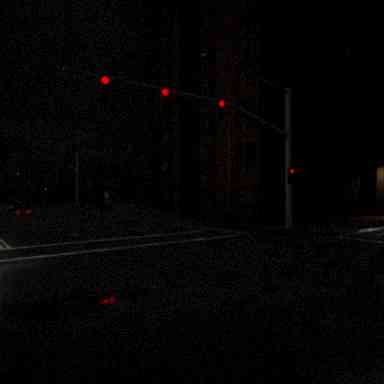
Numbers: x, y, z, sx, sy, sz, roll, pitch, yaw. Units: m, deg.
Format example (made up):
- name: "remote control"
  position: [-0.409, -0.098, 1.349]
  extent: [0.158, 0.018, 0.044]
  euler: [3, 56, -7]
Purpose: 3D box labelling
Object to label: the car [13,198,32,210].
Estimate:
- name: "car"
  position: [-21.694, 1.469, 42.477]
  extent: [2.128, 1.511, 4.902]
  euler: [0, 0, -31]
